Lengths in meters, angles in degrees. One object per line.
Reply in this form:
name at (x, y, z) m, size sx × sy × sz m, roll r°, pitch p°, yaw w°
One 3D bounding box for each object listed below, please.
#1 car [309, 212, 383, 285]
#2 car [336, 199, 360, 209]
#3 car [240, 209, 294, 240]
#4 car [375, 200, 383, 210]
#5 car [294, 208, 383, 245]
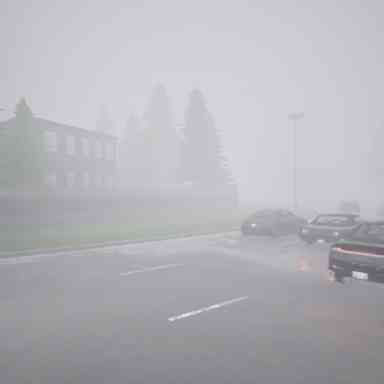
car at (5.261, 1.492, 8.441) m, size 4.902 × 1.511 × 2.128 m, roll 0°, pitch 0°, yaw -42°
car at (16.067, 1.477, 34.383) m, size 1.882 × 1.535 × 5.008 m, roll 0°, pitch 0°, yaw 20°
car at (4.345, 1.563, 17.266) m, size 1.994 × 1.385 × 4.181 m, roll 0°, pitch 0°, yaw 45°
car at (18.782, 1.477, 31.780) m, size 1.882 × 1.535 × 5.008 m, roll 0°, pitch 0°, yaw 22°
car at (6.533, 1.601, 14.409) m, size 1.895 × 1.301 × 4.718 m, roll 0°, pitch 0°, yaw 45°
